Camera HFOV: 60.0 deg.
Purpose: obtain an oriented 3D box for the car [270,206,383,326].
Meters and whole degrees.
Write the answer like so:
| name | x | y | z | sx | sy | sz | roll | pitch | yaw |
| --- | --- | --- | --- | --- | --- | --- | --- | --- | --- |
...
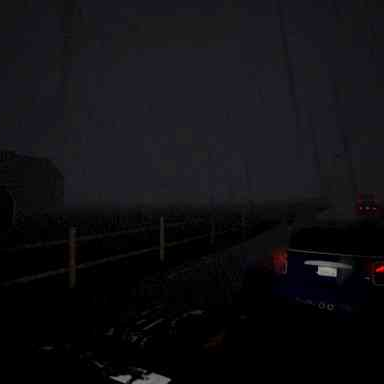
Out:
| name | x | y | z | sx | sy | sz | roll | pitch | yaw |
| --- | --- | --- | --- | --- | --- | --- | --- | --- | --- |
| car | 3.336 | 1.357 | 7.425 | 2.097 | 1.767 | 4.553 | 0 | 0 | 30 |

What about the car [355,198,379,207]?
| name | x | y | z | sx | sy | sz | roll | pitch | yaw |
| --- | --- | --- | --- | --- | --- | --- | --- | --- | --- |
| car | 17.790 | 1.586 | 33.676 | 2.033 | 1.411 | 5.357 | 0 | 0 | 28 |

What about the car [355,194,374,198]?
| name | x | y | z | sx | sy | sz | roll | pitch | yaw |
| --- | --- | --- | --- | --- | --- | --- | --- | --- | --- |
| car | 22.408 | 1.281 | 43.006 | 2.150 | 2.045 | 5.566 | 0 | 0 | 26 |
